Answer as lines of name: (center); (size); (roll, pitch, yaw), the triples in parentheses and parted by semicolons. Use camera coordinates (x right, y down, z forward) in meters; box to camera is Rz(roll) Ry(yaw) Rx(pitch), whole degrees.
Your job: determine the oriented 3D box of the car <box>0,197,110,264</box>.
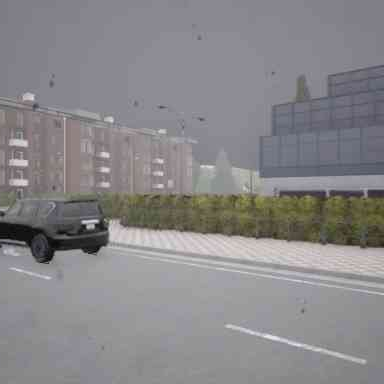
car: (-5.410, 1.217, 12.119); (5.566, 2.045, 2.150); (-1, 0, 35)
